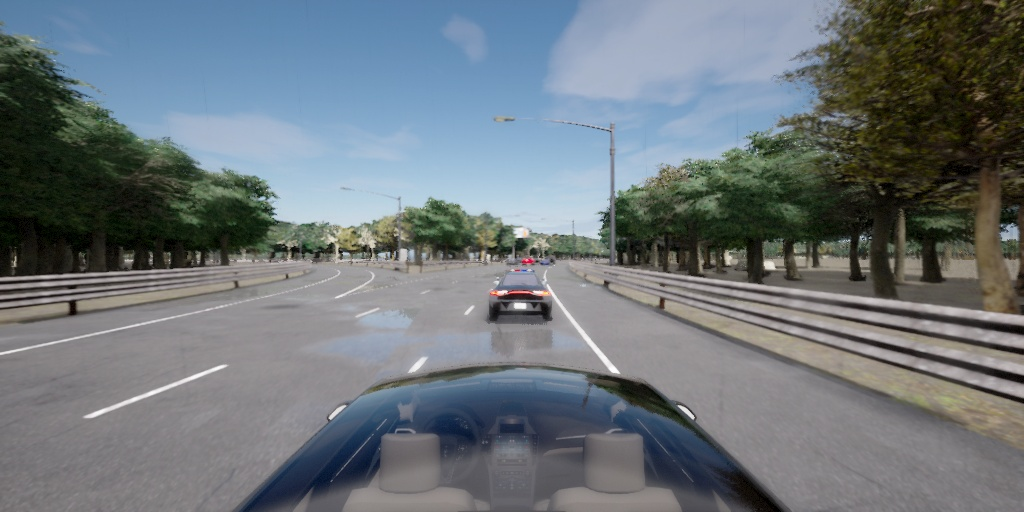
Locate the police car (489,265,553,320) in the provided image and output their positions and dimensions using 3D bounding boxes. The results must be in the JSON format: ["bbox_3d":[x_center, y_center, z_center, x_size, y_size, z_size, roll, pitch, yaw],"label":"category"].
[{"bbox_3d":[0.312,1.257,12.697,2.038,1.542,4.974,0,0,2],"label":"police car"}]
